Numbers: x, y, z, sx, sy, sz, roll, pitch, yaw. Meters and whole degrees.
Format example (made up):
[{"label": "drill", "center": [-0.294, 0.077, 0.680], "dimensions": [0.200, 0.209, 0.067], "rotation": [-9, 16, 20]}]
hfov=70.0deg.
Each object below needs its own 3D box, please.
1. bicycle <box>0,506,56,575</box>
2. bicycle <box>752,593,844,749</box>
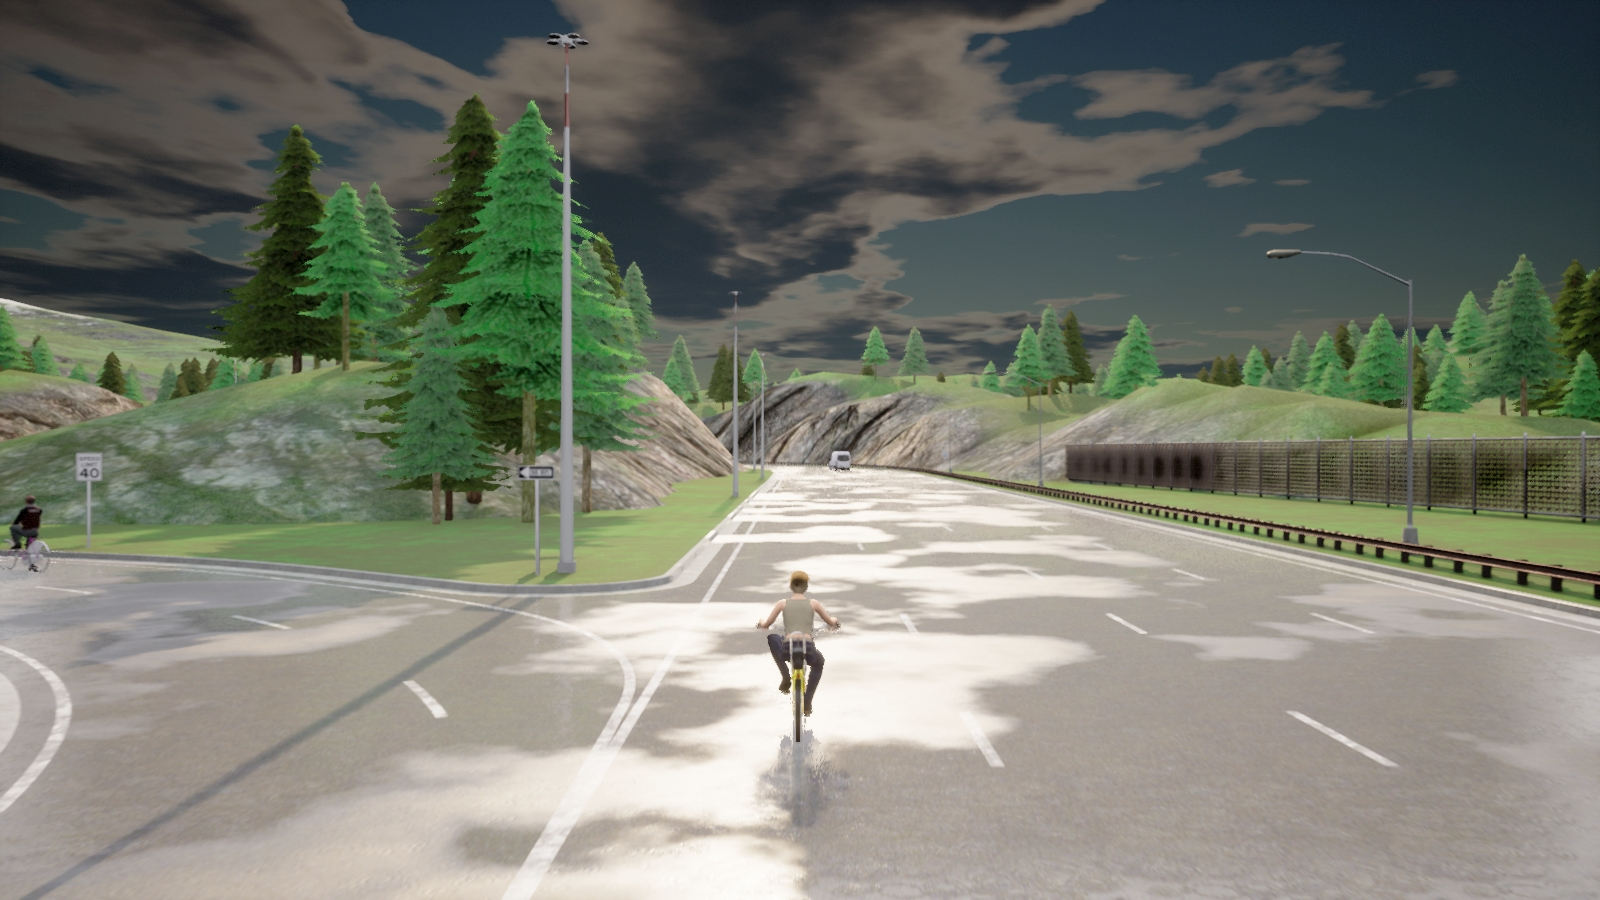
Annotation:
[{"label": "bicycle", "center": [-17.738, 2.050, 26.066], "dimensions": [1.835, 1.471, 0.329], "rotation": [0, 0, 23]}, {"label": "bicycle", "center": [-0.013, 2.153, 11.395], "dimensions": [0.859, 1.276, 1.487], "rotation": [0, 0, 0]}]
